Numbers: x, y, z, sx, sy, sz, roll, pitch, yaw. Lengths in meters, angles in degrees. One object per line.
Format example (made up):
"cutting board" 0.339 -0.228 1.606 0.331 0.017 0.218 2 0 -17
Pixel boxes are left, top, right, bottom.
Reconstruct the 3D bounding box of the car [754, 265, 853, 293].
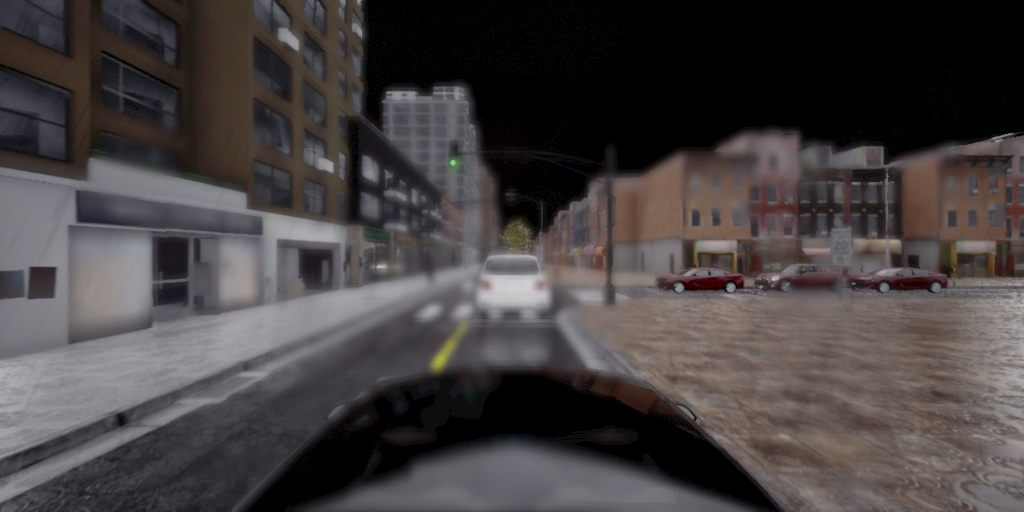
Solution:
"car" 15.845 1.200 19.955 4.097 1.591 1.967 0 0 0

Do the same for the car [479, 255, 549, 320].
"car" 0.070 0.991 12.841 2.150 2.045 5.566 0 0 0

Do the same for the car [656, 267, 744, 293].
"car" 10.381 1.311 19.963 4.507 1.381 1.888 0 0 0

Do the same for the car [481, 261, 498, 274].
"car" -2.804 1.391 45.359 1.812 1.442 4.674 0 0 0

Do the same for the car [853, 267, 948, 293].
"car" 21.309 1.300 19.945 4.507 1.381 1.888 0 0 0
